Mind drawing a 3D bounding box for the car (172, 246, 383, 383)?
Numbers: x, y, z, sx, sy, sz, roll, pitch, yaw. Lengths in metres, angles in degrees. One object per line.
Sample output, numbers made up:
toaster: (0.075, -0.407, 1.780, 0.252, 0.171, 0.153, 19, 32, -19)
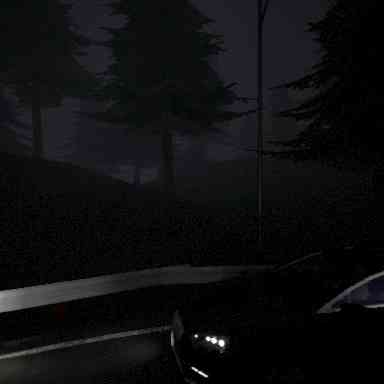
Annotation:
car: (2.205, 1.495, 4.286, 4.902, 1.511, 2.128, 0, 0, -8)
